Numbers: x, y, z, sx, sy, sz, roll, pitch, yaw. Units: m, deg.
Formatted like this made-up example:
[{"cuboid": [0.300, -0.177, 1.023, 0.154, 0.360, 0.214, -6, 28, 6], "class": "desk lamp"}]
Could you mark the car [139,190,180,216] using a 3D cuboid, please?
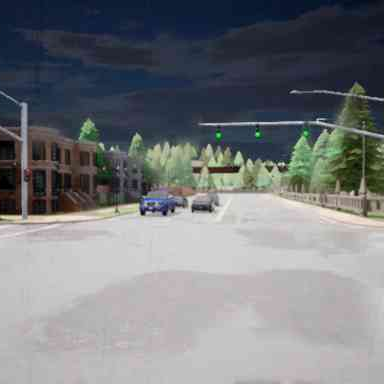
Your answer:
[{"cuboid": [-2.852, 0.886, 28.802, 2.150, 2.045, 5.566, 0, 1, 8], "class": "car"}]

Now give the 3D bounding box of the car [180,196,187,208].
[{"cuboid": [-1.586, 1.119, 38.118, 1.994, 1.385, 4.181, 0, 1, 8], "class": "car"}]

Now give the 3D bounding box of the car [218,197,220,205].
[{"cuboid": [2.481, 1.014, 41.848, 1.837, 1.490, 4.892, 0, 1, 8], "class": "car"}]

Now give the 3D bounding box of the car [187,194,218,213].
[{"cuboid": [1.100, 1.105, 31.772, 1.882, 1.535, 5.008, 0, 1, 8], "class": "car"}]
